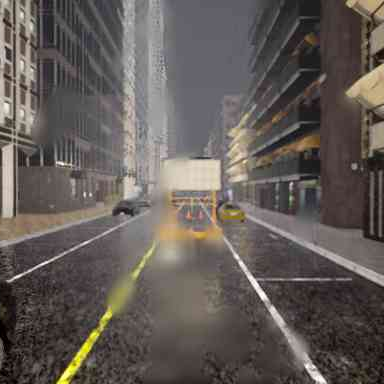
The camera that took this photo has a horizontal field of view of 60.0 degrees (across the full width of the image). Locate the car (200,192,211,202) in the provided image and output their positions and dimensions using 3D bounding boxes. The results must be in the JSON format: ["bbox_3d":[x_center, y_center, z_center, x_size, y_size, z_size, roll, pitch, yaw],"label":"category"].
[{"bbox_3d":[2.698,1.117,51.850,1.967,1.590,4.097,0,0,0],"label":"car"}]

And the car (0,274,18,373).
[{"bbox_3d":[-3.100,1.476,2.196,2.128,1.511,4.902,0,0,0],"label":"car"}]

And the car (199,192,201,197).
[{"bbox_3d":[2.701,0.926,63.147,2.192,1.841,5.009,0,0,0],"label":"car"}]

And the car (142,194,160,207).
[{"bbox_3d":[-5.683,1.150,46.204,1.967,1.590,4.097,0,0,0],"label":"car"}]

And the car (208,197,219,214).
[{"bbox_3d":[2.696,1.377,29.258,1.947,1.339,4.313,0,0,0],"label":"car"}]

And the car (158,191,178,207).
[{"bbox_3d":[-3.070,0.937,45.652,2.150,2.045,5.566,0,0,0],"label":"car"}]

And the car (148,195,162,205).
[{"bbox_3d":[-5.682,1.203,51.682,1.752,1.417,4.829,0,0,0],"label":"car"}]

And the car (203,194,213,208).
[{"bbox_3d":[2.697,1.293,40.555,2.008,1.369,4.403,0,0,0],"label":"car"}]

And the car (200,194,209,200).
[{"bbox_3d":[2.702,1.127,74.446,1.802,1.307,4.206,0,0,0],"label":"car"}]

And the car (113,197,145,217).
[{"bbox_3d":[-5.686,1.378,29.259,1.947,1.339,4.313,0,0,0],"label":"car"}]

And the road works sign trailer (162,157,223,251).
[{"bbox_3d":[0.002,0.375,13.665,2.380,3.560,2.880,0,0,0],"label":"road works sign trailer"}]

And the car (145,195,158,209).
[{"bbox_3d":[-5.683,1.294,40.555,2.008,1.369,4.403,0,0,0],"label":"car"}]

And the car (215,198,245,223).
[{"bbox_3d":[2.695,1.371,23.779,1.752,1.417,4.829,0,0,0],"label":"car"}]
